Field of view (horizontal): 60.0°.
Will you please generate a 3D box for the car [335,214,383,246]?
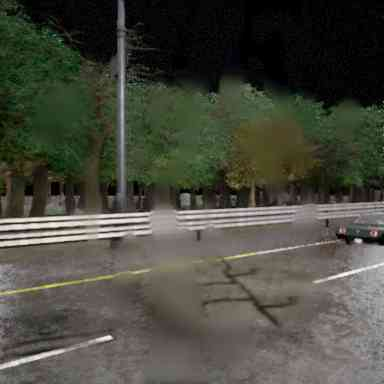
[{"bbox_3d":[8.076,1.543,13.796,4.718,1.301,1.895,0,0,-35],"label":"car"}]
